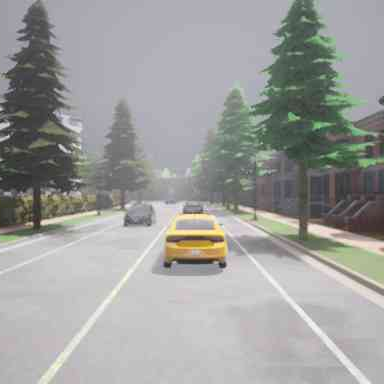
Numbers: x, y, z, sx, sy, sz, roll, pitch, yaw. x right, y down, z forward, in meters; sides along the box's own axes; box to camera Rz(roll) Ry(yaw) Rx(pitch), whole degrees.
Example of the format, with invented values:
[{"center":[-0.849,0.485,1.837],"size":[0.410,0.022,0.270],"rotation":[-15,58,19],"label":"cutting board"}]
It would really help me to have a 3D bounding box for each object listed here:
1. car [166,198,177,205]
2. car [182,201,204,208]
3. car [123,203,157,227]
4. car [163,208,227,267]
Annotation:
[{"center":[-4.091,1.811,64.634],"size":[1.994,1.385,4.181],"rotation":[0,0,-7],"label":"car"},{"center":[0.097,1.616,32.242],"size":[2.128,1.511,4.902],"rotation":[0,0,0],"label":"car"},{"center":[-3.601,1.596,23.641],"size":[1.837,1.490,4.892],"rotation":[0,0,0],"label":"car"},{"center":[0.095,1.523,11.634],"size":[1.882,1.535,5.008],"rotation":[0,0,0],"label":"car"}]
